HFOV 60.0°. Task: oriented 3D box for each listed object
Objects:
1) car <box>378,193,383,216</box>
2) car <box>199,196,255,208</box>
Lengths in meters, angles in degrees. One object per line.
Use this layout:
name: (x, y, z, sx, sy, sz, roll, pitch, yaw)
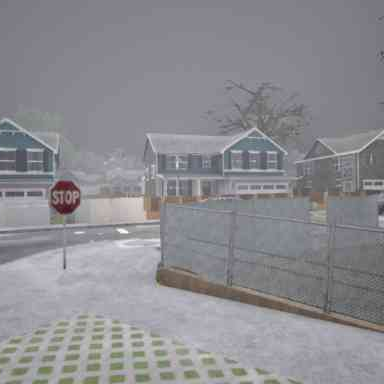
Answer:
car: (12.951, 0.749, 21.743, 5.357, 1.411, 2.033, -2, 0, -17)
car: (1.246, 1.008, 18.033, 4.902, 1.511, 2.128, -2, 0, -18)
